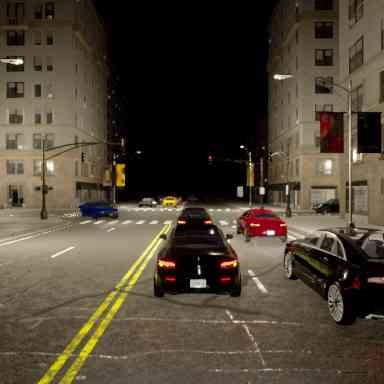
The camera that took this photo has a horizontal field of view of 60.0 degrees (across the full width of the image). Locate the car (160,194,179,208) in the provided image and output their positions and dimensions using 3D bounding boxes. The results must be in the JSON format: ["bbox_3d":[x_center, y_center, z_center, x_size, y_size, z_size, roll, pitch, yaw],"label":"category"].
[{"bbox_3d":[-3.243,1.496,49.440,1.882,1.535,5.008,0,0,-1],"label":"car"}]

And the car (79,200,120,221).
[{"bbox_3d":[-7.765,1.470,27.723,1.882,1.535,5.008,2,-1,-39],"label":"car"}]

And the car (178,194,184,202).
[{"bbox_3d":[-3.108,1.374,68.229,2.097,1.767,4.553,0,0,0],"label":"car"}]

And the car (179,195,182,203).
[{"bbox_3d":[-3.197,1.622,58.778,1.895,1.301,4.718,0,0,0],"label":"car"}]

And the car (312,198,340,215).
[{"bbox_3d":[14.838,1.412,34.398,4.553,1.767,2.097,0,0,1],"label":"car"}]

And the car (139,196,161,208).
[{"bbox_3d":[-6.459,1.566,49.153,2.033,1.411,5.357,0,0,4],"label":"car"}]

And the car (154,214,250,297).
[{"bbox_3d":[0.115,1.527,8.449,1.812,1.442,4.674,0,0,0],"label":"car"}]

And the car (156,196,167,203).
[{"bbox_3d":[-6.345,1.548,69.044,1.812,1.442,4.674,0,0,0],"label":"car"}]

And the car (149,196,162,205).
[{"bbox_3d":[-6.447,1.526,58.892,1.837,1.490,4.892,0,0,0],"label":"car"}]

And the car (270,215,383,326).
[{"bbox_3d":[3.353,1.493,7.049,2.128,1.511,4.902,0,0,1],"label":"car"}]

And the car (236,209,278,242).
[{"bbox_3d":[3.285,1.530,16.143,1.812,1.442,4.674,0,0,0],"label":"car"}]

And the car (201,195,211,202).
[{"bbox_3d":[3.425,1.558,78.083,2.033,1.411,5.357,0,0,0],"label":"car"}]

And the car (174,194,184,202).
[{"bbox_3d":[-3.075,1.355,78.191,2.097,1.767,4.553,0,0,0],"label":"car"}]

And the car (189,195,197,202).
[{"bbox_3d":[0.177,1.614,78.537,1.895,1.301,4.718,0,0,0],"label":"car"}]

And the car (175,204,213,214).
[{"bbox_3d":[0.137,1.530,17.358,1.812,1.442,4.674,0,0,0],"label":"car"}]

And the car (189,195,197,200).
[{"bbox_3d":[0.199,1.443,88.511,1.994,1.385,4.181,0,0,0],"label":"car"}]

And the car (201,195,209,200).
[{"bbox_3d":[3.449,1.443,88.503,1.994,1.385,4.181,0,0,0],"label":"car"}]
